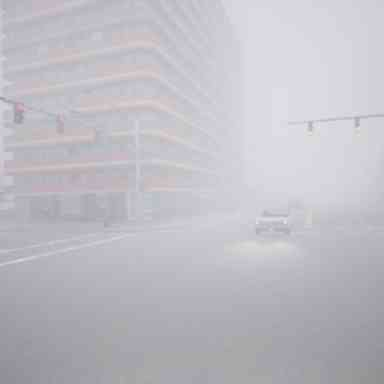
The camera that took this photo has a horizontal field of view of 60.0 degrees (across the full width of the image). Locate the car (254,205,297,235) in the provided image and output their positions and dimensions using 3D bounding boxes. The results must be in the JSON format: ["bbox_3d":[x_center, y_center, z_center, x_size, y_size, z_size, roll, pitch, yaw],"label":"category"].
[{"bbox_3d":[4.798,1.652,19.229,1.895,1.301,4.718,-2,-1,20],"label":"car"}]

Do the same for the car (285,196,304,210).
[{"bbox_3d":[13.080,1.334,42.383,2.097,1.767,4.553,-2,-1,20],"label":"car"}]
